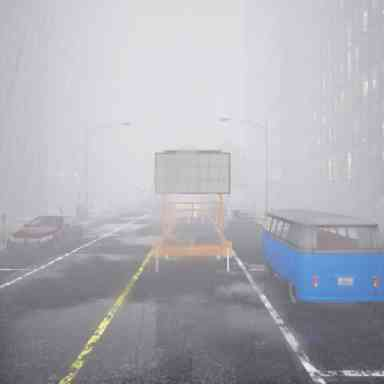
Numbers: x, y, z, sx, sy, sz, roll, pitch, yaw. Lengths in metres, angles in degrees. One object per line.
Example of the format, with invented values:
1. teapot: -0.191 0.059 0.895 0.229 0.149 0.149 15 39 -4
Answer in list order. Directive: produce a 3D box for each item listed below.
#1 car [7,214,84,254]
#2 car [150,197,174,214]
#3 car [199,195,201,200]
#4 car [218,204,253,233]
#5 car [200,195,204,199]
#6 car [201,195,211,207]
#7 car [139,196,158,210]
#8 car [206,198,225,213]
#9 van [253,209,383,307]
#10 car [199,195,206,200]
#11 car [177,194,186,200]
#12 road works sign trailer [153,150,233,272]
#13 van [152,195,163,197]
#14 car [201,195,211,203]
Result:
1. car: -5.663 1.582 13.410 1.802 1.307 4.206 0 0 0
2. car: -3.028 1.563 35.681 1.994 1.385 4.181 0 0 0
3. car: 2.823 1.410 64.622 1.967 1.590 4.097 0 0 0
4. car: 2.729 1.581 19.082 1.802 1.307 4.206 0 0 0
5. car: 2.799 1.538 53.237 2.008 1.369 4.403 0 0 0
6. car: 2.788 1.544 47.545 2.008 1.369 4.403 0 0 0
7. car: -5.605 1.548 41.873 2.008 1.369 4.403 0 0 0
8. car: 2.764 1.581 36.160 1.802 1.307 4.206 0 0 0
9. van: 2.706 1.341 7.698 1.690 1.788 3.998 0 0 0
10. car: 2.881 1.462 93.085 1.887 1.381 4.507 0 0 0
11. car: -2.816 1.295 90.756 2.097 1.767 4.553 0 0 0
12. road works sign trailer: 0.022 0.464 10.723 2.380 3.560 2.880 0 0 0
13. van: -5.581 1.328 53.258 1.690 1.788 3.998 0 0 0
14. car: 2.834 1.401 70.314 1.967 1.590 4.097 0 0 0
